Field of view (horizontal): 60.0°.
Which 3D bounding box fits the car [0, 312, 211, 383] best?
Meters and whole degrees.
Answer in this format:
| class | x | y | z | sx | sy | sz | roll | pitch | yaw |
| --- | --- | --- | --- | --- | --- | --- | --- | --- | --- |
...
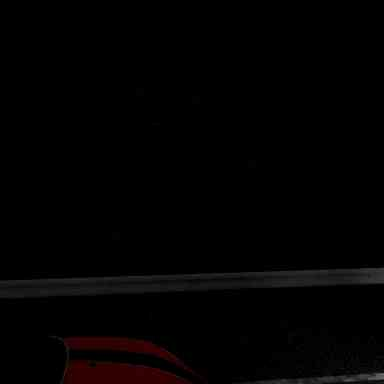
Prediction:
| class | x | y | z | sx | sy | sz | roll | pitch | yaw |
| --- | --- | --- | --- | --- | --- | --- | --- | --- | --- |
| car | -1.874 | 1.352 | 1.640 | 4.553 | 1.767 | 2.097 | 0 | 0 | -6 |
